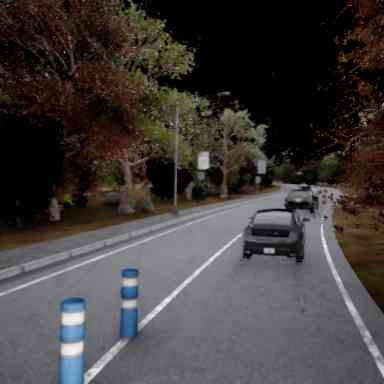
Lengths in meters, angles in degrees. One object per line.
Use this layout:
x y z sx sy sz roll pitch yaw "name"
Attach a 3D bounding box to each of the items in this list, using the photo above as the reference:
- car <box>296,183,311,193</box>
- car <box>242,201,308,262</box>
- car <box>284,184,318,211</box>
18.956 -0.679 56.345 2.033 1.411 5.357 0 3 23 "car"
2.974 1.320 11.667 1.837 1.490 4.892 0 2 19 "car"
8.384 0.542 25.382 2.097 1.767 4.553 0 3 25 "car"
